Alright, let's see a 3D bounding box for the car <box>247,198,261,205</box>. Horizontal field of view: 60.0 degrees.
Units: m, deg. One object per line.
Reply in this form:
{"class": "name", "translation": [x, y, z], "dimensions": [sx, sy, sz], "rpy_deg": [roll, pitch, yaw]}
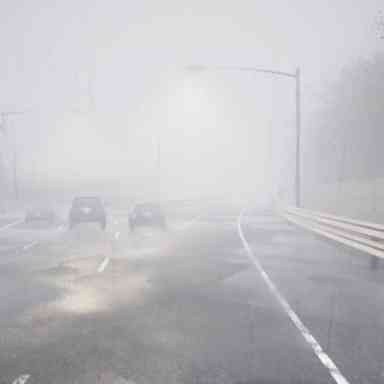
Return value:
{"class": "car", "translation": [13.250, 2.139, 72.664], "dimensions": [2.128, 1.511, 4.902], "rpy_deg": [0, -3, 16]}

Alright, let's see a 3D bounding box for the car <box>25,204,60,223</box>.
{"class": "car", "translation": [-11.325, 1.563, 25.371], "dimensions": [1.994, 1.385, 4.181], "rpy_deg": [0, 0, -16]}

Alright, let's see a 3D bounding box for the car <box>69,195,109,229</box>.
{"class": "car", "translation": [-6.704, 1.216, 21.825], "dimensions": [2.150, 2.045, 5.566], "rpy_deg": [0, 0, -13]}

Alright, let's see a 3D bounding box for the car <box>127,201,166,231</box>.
{"class": "car", "translation": [-2.917, 1.343, 20.709], "dimensions": [2.097, 1.767, 4.553], "rpy_deg": [0, 0, -12]}
